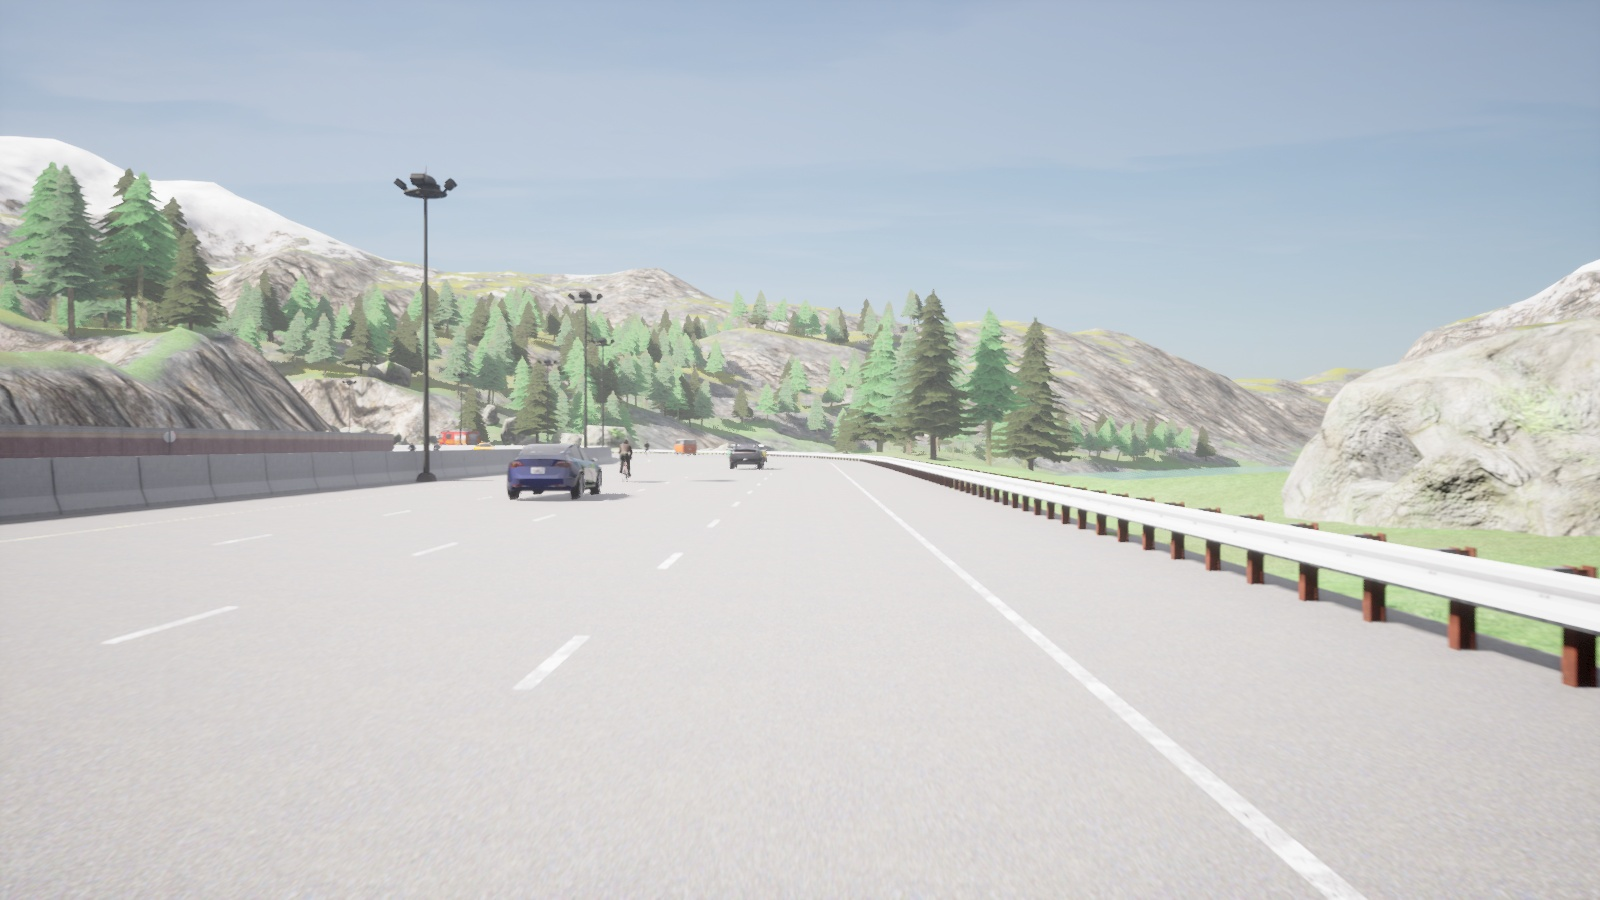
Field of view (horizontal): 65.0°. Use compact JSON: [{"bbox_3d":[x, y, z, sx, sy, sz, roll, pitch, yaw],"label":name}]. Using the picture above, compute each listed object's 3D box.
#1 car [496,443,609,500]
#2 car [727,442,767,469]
[{"bbox_3d":[-6.784,0.544,34.981,2.163,1.488,4.792,0,0,0],"label":"car"},{"bbox_3d":[-3.063,0.287,73.225,2.128,1.511,4.902,0,0,0],"label":"car"}]
